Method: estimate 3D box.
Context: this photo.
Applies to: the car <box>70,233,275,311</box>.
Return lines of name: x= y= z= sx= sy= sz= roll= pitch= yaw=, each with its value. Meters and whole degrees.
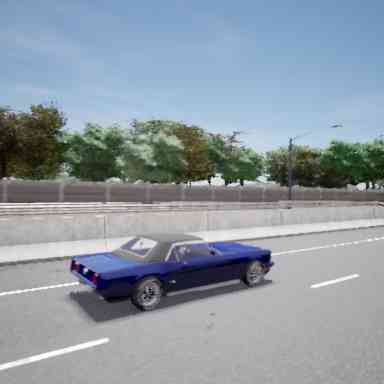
car: x=-0.236 y=1.644 z=7.879 sx=4.718 sy=1.301 sz=1.895 roll=1 pitch=0 yaw=-36
